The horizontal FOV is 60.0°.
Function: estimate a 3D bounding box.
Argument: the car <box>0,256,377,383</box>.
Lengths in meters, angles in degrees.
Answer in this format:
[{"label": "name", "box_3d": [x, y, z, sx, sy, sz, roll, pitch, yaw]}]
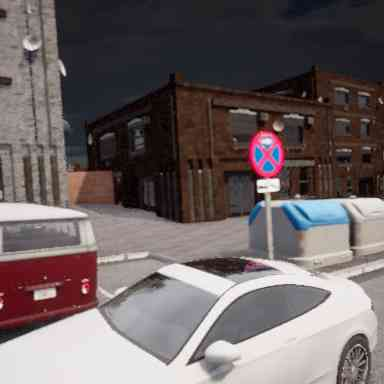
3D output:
[{"label": "car", "box_3d": [0.155, 1.509, 3.485, 4.674, 1.442, 1.812, 0, 0, -35]}]
